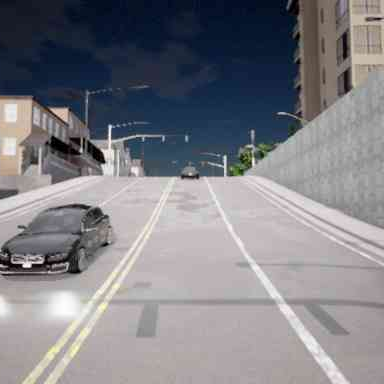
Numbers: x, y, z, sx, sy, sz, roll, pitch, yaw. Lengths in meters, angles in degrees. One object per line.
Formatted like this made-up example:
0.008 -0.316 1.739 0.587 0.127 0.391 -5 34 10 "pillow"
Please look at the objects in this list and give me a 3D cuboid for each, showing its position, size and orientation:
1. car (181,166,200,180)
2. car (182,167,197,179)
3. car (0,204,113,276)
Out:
-0.172 -2.108 36.044 1.994 1.385 4.181 0 6 0 "car"
-0.274 -2.590 46.025 1.994 1.385 4.181 0 1 0 "car"
-3.659 1.194 9.742 1.837 1.490 4.892 0 4 0 "car"
